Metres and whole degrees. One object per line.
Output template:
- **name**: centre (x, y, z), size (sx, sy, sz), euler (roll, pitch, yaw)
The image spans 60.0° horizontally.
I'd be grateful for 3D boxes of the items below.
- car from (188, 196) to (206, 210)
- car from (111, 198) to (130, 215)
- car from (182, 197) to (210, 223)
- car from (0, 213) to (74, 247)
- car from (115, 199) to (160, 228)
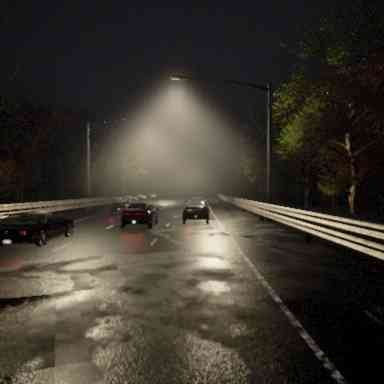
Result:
- **car**: centre (0.626, 1.330, 41.405), size (2.128, 1.511, 4.902), euler (0, 0, 1)
- **car**: centre (-6.586, 1.369, 32.679), size (2.128, 1.511, 4.902), euler (0, 0, 1)
- **car**: centre (0.292, 1.399, 24.266), size (2.128, 1.511, 4.902), euler (0, 0, 1)
- **car**: centre (-6.829, 1.549, 14.587), size (1.895, 1.301, 4.718), euler (0, 0, 0)
- **car**: centre (-3.251, 1.427, 21.233), size (1.837, 1.490, 4.892), euler (0, 0, 1)
